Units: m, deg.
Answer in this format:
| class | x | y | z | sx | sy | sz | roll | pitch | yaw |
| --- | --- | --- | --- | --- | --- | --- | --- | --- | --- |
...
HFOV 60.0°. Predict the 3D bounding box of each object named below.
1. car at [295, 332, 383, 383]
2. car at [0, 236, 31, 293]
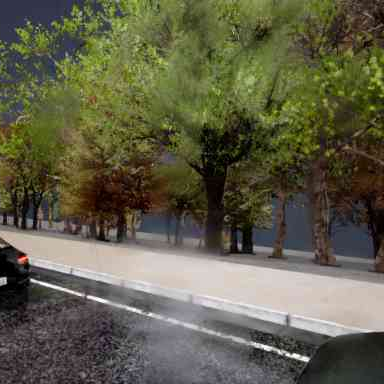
| class | x | y | z | sx | sy | sz | roll | pitch | yaw |
| --- | --- | --- | --- | --- | --- | --- | --- | --- | --- |
| car | 2.630 | 1.564 | 1.810 | 4.181 | 1.385 | 1.994 | 0 | 0 | 35 |
| car | -5.487 | 1.524 | 7.556 | 4.674 | 1.442 | 1.812 | 0 | 0 | 35 |
